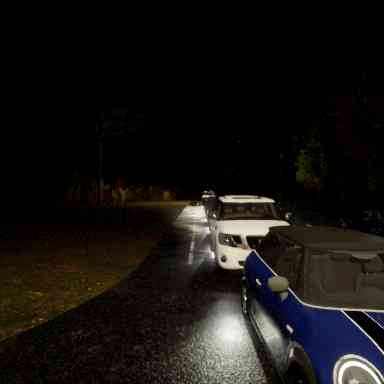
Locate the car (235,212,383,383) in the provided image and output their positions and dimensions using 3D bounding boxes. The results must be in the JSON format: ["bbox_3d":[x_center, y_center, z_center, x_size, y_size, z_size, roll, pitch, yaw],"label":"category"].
[{"bbox_3d":[1.940,1.338,4.156,2.097,1.767,4.553,0,0,0],"label":"car"}]

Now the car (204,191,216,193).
[{"bbox_3d":[2.743,0.938,54.441,2.150,2.045,5.566,0,0,2],"label":"car"}]

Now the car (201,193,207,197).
[{"bbox_3d":[2.393,1.274,41.599,2.128,1.511,4.902,0,0,1],"label":"car"}]

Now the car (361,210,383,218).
[{"bbox_3d":[8.788,1.515,15.688,1.895,1.301,4.718,0,0,1],"label":"car"}]

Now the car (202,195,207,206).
[{"bbox_3d":[2.113,1.322,29.343,1.882,1.535,5.008,0,0,1],"label":"car"}]

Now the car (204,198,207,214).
[{"bbox_3d":[1.978,1.380,23.089,1.837,1.490,4.892,0,0,1],"label":"car"}]

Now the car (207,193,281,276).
[{"bbox_3d":[1.716,1.160,10.502,2.150,2.045,5.566,0,0,1],"label":"car"}]

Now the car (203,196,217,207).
[{"bbox_3d":[2.567,1.314,48.008,1.994,1.385,4.181,0,0,2],"label":"car"}]
